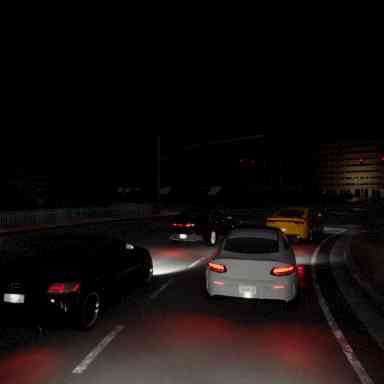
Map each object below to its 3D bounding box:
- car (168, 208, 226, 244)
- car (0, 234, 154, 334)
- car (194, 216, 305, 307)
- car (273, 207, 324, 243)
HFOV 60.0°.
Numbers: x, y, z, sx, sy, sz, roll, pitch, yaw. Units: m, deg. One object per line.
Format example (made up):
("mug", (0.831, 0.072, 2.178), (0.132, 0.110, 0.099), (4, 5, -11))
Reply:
("car", (0.611, 1.505, 15.397), (1.837, 1.490, 4.892), (0, 0, 23))
("car", (-2.267, 1.564, 6.962), (1.994, 1.385, 4.181), (0, 0, 11))
("car", (1.525, 1.526, 7.989), (1.812, 1.442, 4.674), (0, 0, 14))
("car", (5.210, 1.478, 16.499), (1.882, 1.535, 5.008), (0, 0, 30))
